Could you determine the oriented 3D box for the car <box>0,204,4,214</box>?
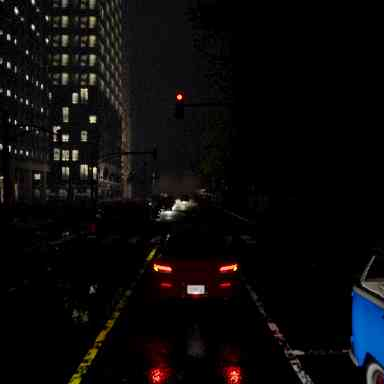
[{"bbox_3d":[-18.226,1.377,28.493,4.206,1.307,1.802,1,0,3],"label":"car"}]

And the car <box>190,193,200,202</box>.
[{"bbox_3d":[0.724,1.271,78.931,2.192,1.841,5.009,0,0,-3],"label":"car"}]

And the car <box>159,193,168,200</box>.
[{"bbox_3d":[-8.094,1.252,95.181,2.192,1.841,5.009,0,0,-3],"label":"car"}]

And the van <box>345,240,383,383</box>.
[{"bbox_3d":[2.558,1.341,2.132,1.690,1.788,3.998,0,0,0],"label":"van"}]

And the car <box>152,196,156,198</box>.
[{"bbox_3d":[-5.840,1.539,39.755,2.008,1.369,4.403,0,0,-1],"label":"car"}]

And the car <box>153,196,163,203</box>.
[{"bbox_3d":[-6.839,1.512,67.469,1.887,1.381,4.507,0,0,-2],"label":"car"}]

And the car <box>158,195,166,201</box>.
[{"bbox_3d":[-7.544,1.532,84.100,1.802,1.307,4.206,0,0,-3],"label":"car"}]

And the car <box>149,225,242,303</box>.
[{"bbox_3d":[0.052,1.525,8.067,1.812,1.442,4.674,0,0,0],"label":"car"}]

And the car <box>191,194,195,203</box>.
[{"bbox_3d":[1.171,1.492,68.013,1.752,1.417,4.829,0,0,-2],"label":"car"}]

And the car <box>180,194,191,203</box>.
[{"bbox_3d":[-1.495,1.552,70.602,1.895,1.301,4.718,0,0,-2],"label":"car"}]

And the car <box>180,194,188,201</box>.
[{"bbox_3d":[-1.916,1.264,80.577,1.882,1.535,5.008,0,0,-3],"label":"car"}]

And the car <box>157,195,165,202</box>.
[{"bbox_3d":[-7.292,1.501,78.556,1.887,1.381,4.507,0,0,-2],"label":"car"}]

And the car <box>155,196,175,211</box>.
[{"bbox_3d":[-3.415,1.551,40.418,1.994,1.385,4.181,0,0,-3],"label":"car"}]

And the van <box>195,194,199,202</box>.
[{"bbox_3d":[1.738,1.322,51.219,1.690,1.788,3.998,0,0,-2],"label":"van"}]

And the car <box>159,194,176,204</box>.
[{"bbox_3d":[-3.659,1.486,50.453,1.837,1.490,4.892,0,0,-1],"label":"car"}]

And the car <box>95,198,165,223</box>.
[{"bbox_3d":[-4.838,1.457,25.292,4.892,1.490,1.837,0,2,-33],"label":"car"}]

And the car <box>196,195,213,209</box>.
[{"bbox_3d":[1.890,1.509,45.847,1.752,1.417,4.829,0,0,-2],"label":"car"}]

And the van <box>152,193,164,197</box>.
[{"bbox_3d":[-6.637,1.314,61.926,1.690,1.788,3.998,0,0,-2],"label":"van"}]
